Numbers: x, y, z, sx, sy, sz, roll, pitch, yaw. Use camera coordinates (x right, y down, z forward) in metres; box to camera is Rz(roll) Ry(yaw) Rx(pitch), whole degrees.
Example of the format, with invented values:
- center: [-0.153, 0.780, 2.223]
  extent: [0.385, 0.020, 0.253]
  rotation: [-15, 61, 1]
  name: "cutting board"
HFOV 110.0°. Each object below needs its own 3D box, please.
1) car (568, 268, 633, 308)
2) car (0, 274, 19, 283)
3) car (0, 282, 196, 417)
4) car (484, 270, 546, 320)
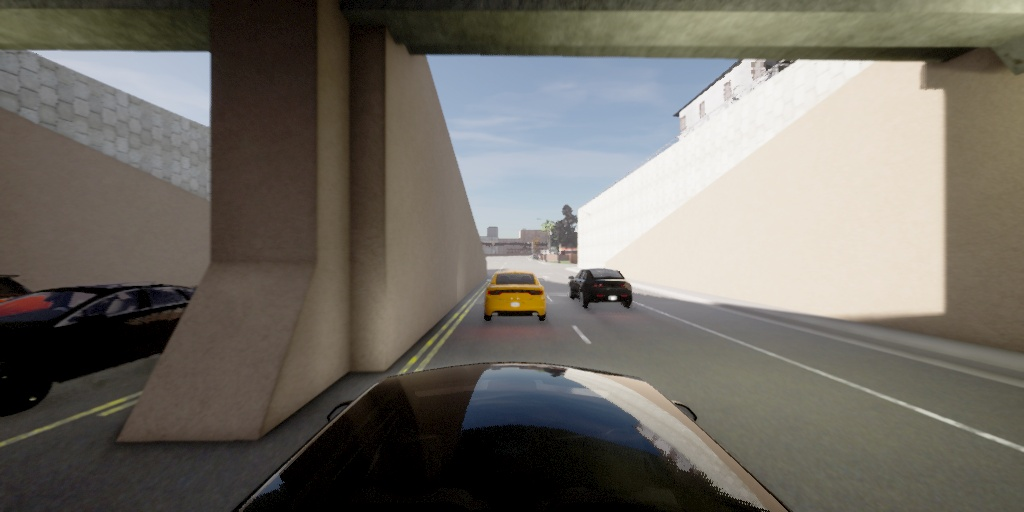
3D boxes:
- center: [3.601, 1.255, 15.217]
  extent: [1.837, 1.490, 4.892]
  rotation: [0, 0, 0]
  name: "car"
- center: [-10.600, 1.102, 5.592]
  extent: [2.097, 1.767, 4.553]
  rotation: [0, 0, 0]
  name: "car"
- center: [-7.100, 1.242, 6.004]
  extent: [2.128, 1.511, 4.902]
  rotation: [0, 0, 0]
  name: "car"
- center: [0.105, 1.228, 12.669]
  extent: [1.882, 1.535, 5.008]
  rotation: [0, 0, 0]
  name: "car"
